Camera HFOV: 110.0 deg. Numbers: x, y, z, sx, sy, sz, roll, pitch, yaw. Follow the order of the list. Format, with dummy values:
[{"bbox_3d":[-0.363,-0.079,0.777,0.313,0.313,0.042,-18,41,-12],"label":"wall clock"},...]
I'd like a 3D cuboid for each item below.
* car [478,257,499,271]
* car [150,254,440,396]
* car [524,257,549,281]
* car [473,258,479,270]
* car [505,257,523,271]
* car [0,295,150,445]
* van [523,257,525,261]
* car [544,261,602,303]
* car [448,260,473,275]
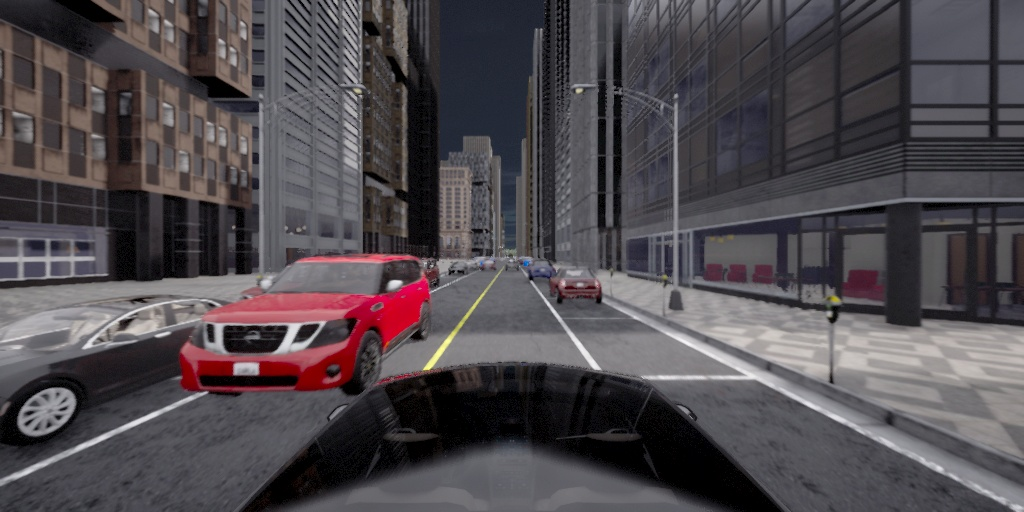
[{"bbox_3d":[-3.064,1.270,47.776,1.812,1.442,4.674,0,0,0],"label":"car"},{"bbox_3d":[-3.099,0.971,6.946,2.150,2.045,5.566,0,0,0],"label":"car"},{"bbox_3d":[2.395,1.098,30.084,2.097,1.767,4.553,0,0,0],"label":"car"},{"bbox_3d":[-5.749,1.294,50.289,2.007,1.370,4.403,0,0,0],"label":"car"},{"bbox_3d":[0.028,1.236,49.876,2.128,1.511,4.902,0,0,0],"label":"car"},{"bbox_3d":[-5.762,1.300,5.163,2.007,1.370,4.403,0,0,0],"label":"car"},{"bbox_3d":[2.780,1.082,61.573,1.690,1.789,3.998,0,0,0],"label":"van"},{"bbox_3d":[2.767,1.187,16.447,1.967,1.591,4.097,0,0,0],"label":"car"},{"bbox_3d":[-5.752,1.311,39.008,1.948,1.339,4.313,0,0,0],"label":"car"}]
